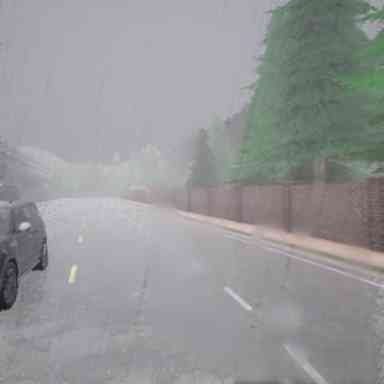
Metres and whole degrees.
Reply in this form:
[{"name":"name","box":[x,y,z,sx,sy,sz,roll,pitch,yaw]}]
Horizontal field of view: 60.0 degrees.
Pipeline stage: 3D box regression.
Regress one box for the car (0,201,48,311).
[{"name":"car","box":[-4.962,1.263,7.920,2.150,2.045,5.566,-1,0,-13]}]
